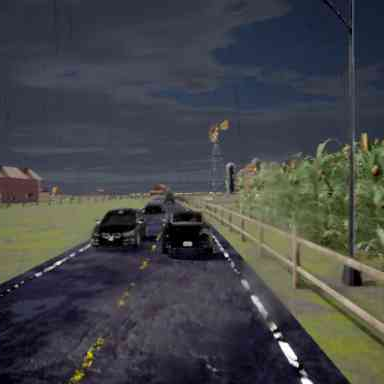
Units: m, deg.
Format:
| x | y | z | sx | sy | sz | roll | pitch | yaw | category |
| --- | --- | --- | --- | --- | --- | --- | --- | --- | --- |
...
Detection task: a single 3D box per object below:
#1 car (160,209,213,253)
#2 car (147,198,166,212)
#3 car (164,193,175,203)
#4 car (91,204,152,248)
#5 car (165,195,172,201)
| x | y | z | sx | sy | sz | roll | pitch | yaw | category |
| --- | --- | --- | --- | --- | --- | --- | --- | --- | --- |
| -0.216 | 1.516 | 13.708 | 1.837 | 1.490 | 4.892 | 0 | 0 | -2 | car |
| -4.155 | 1.637 | 36.925 | 1.895 | 1.301 | 4.718 | 0 | 0 | -4 | car |
| -4.966 | 1.310 | 74.355 | 2.150 | 2.045 | 5.566 | 0 | 0 | -6 | car |
| -3.089 | 1.518 | 14.892 | 1.837 | 1.490 | 4.892 | 0 | 0 | -1 | car |
| -6.000 | 1.526 | 84.754 | 1.812 | 1.442 | 4.674 | 0 | 0 | -6 | car |
